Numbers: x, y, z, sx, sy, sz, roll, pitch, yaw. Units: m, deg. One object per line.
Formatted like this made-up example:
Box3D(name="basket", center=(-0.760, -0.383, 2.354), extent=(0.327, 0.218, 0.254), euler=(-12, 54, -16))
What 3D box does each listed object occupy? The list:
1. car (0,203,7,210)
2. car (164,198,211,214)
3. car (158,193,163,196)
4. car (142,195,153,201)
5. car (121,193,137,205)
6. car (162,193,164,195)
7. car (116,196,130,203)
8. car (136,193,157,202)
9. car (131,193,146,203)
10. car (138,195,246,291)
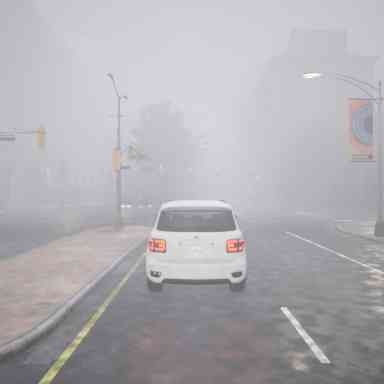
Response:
Box3D(name="car", center=(-24.984, 1.601, 39.895), extent=(4.718, 1.301, 1.895), euler=(0, 0, -1))
Box3D(name="car", center=(-0.552, 1.491, 36.587), extent=(4.902, 1.511, 2.128), euler=(0, 0, 35))
Box3D(name="car", center=(-7.713, 1.524, 70.318), extent=(1.812, 1.442, 4.674), euler=(0, 0, 0))
Box3D(name="car", center=(-11.155, 1.525, 84.290), extent=(2.128, 1.511, 4.902), euler=(0, 0, 0))
Box3D(name="car", center=(-11.324, 1.492, 59.793), extent=(2.128, 1.511, 4.902), euler=(0, 0, 1))
Box3D(name="car", center=(-7.652, 1.225, 84.995), extent=(2.150, 2.045, 5.566), euler=(0, 0, 0))
Box3D(name="car", center=(-14.464, 1.595, 69.844), extent=(1.895, 1.301, 4.718), euler=(0, 0, 0))
Box3D(name="car", center=(-7.843, 1.352, 58.009), extent=(2.097, 1.767, 4.553), euler=(0, 0, 0))
Box3D(name="car", center=(-11.213, 1.225, 70.375), extent=(2.150, 2.045, 5.566), euler=(0, 0, 0))
Box3D(name="car", center=(0.108, 1.221, 9.121), extent=(2.150, 2.045, 5.566), euler=(0, 0, 1))
